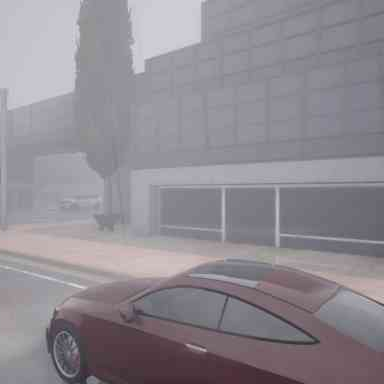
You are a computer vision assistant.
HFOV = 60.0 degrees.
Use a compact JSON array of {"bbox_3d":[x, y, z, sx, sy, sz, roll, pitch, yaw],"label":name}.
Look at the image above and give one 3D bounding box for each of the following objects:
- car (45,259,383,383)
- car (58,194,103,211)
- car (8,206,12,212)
[{"bbox_3d":[0.308,1.526,3.746,4.674,1.442,1.812,0,0,35],"label":"car"},{"bbox_3d":[-13.578,1.219,40.890,2.150,2.045,5.566,0,0,36],"label":"car"},{"bbox_3d":[-20.069,1.601,31.823,1.895,1.301,4.718,0,0,36],"label":"car"}]
